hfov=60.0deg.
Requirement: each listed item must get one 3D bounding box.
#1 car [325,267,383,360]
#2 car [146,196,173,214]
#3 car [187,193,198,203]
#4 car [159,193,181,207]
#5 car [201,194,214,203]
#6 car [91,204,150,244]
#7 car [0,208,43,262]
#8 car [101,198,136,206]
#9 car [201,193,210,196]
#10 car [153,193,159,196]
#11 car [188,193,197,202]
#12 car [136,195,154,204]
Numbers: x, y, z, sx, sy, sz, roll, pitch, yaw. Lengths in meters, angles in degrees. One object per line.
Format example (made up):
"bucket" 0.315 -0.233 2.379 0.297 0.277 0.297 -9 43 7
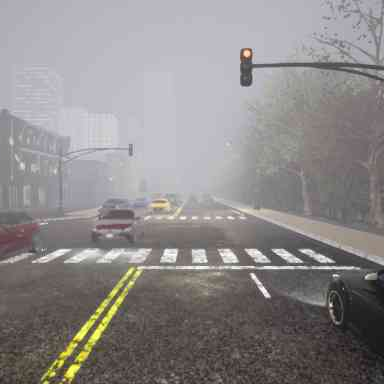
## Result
"car" 3.353 1.563 4.245 1.994 1.385 4.181 0 0 0
"car" -3.319 1.467 34.883 1.882 1.535 5.008 0 0 0
"car" 0.159 1.452 67.922 1.882 1.535 5.008 0 0 0
"car" -3.299 1.200 51.214 2.150 2.045 5.566 0 0 0
"car" 3.408 1.575 66.883 1.895 1.301 4.718 0 0 0
"car" -3.338 1.522 15.815 1.812 1.442 4.674 0 0 0
"car" -6.592 1.351 10.441 2.097 1.767 4.553 0 0 0
"car" -6.926 1.344 30.261 2.097 1.767 4.553 0 0 4
"car" 3.316 1.194 76.863 2.150 2.045 5.566 0 0 0
"car" -6.491 1.199 63.780 2.150 2.045 5.566 0 0 1
"car" 0.067 1.193 78.115 2.150 2.045 5.566 0 0 0
"car" -6.560 1.463 43.987 1.882 1.535 5.008 0 0 0
